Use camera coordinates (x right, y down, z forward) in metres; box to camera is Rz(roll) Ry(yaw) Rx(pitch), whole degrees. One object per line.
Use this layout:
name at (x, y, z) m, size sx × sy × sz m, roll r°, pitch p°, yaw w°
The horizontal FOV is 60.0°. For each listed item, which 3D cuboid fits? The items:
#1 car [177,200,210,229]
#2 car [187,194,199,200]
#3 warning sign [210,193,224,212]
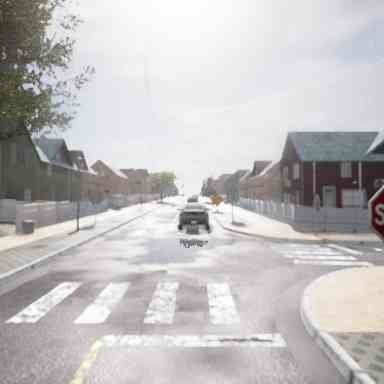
car at (0.119, 1.481, 21.589) m, size 1.837 × 1.490 × 4.892 m, roll 0°, pitch 0°, yaw 0°
car at (0.109, 1.451, 56.660) m, size 1.882 × 1.535 × 5.008 m, roll 0°, pitch 0°, yaw 0°
warning sign at (2.524, 1.085, 33.337) m, size 1.300 × 1.860 × 1.060 m, roll -2°, pitch -2°, yaw 0°
